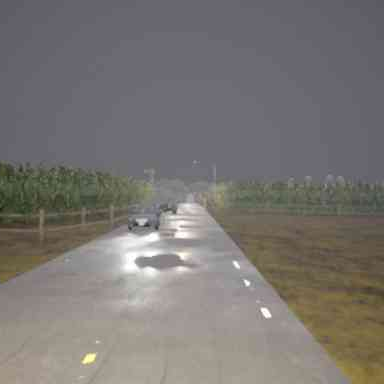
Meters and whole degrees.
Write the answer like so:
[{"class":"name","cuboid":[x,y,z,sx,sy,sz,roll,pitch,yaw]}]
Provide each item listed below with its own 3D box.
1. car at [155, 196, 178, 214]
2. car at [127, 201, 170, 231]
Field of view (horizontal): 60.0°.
[{"class":"car","cuboid":[-2.764,1.417,37.024,2.150,2.045,5.566,0,0,0]},{"class":"car","cuboid":[-2.787,1.522,20.976,2.128,1.511,4.902,0,0,0]}]
